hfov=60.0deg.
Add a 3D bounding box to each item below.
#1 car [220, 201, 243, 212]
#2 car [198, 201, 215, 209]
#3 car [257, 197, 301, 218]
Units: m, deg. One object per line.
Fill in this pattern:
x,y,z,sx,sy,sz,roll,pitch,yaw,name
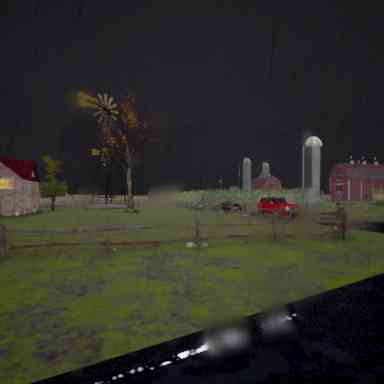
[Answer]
5.348,1.969,45.551,2.128,1.511,4.902,1,-1,-15,car
2.385,2.258,56.903,1.895,1.301,4.718,1,-1,-14,car
8.567,1.508,33.387,2.150,2.045,5.566,1,-1,-15,car
